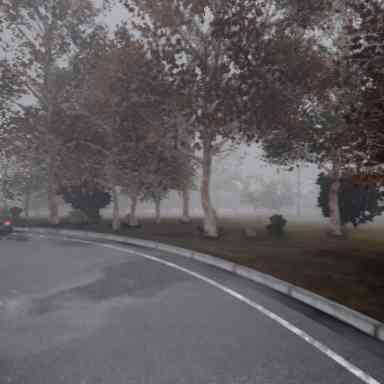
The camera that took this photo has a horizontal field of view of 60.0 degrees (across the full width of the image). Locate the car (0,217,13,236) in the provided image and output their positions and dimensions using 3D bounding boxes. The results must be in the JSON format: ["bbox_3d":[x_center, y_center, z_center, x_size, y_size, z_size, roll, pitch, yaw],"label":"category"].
[{"bbox_3d":[-10.397,1.440,14.480,5.357,1.411,2.033,-1,2,21],"label":"car"}]
